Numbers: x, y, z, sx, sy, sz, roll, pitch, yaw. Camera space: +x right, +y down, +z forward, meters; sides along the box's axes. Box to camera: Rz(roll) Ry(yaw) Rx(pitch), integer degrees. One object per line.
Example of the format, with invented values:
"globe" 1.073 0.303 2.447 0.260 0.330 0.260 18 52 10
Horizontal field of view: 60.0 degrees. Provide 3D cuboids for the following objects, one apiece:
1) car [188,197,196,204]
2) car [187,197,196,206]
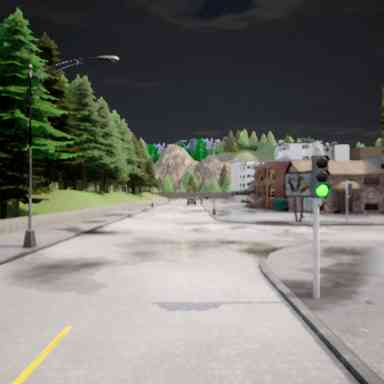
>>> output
"car" -0.080 1.902 77.658 1.837 1.490 4.892 0 0 0
"car" -0.069 1.985 67.237 2.128 1.511 4.902 0 0 0
